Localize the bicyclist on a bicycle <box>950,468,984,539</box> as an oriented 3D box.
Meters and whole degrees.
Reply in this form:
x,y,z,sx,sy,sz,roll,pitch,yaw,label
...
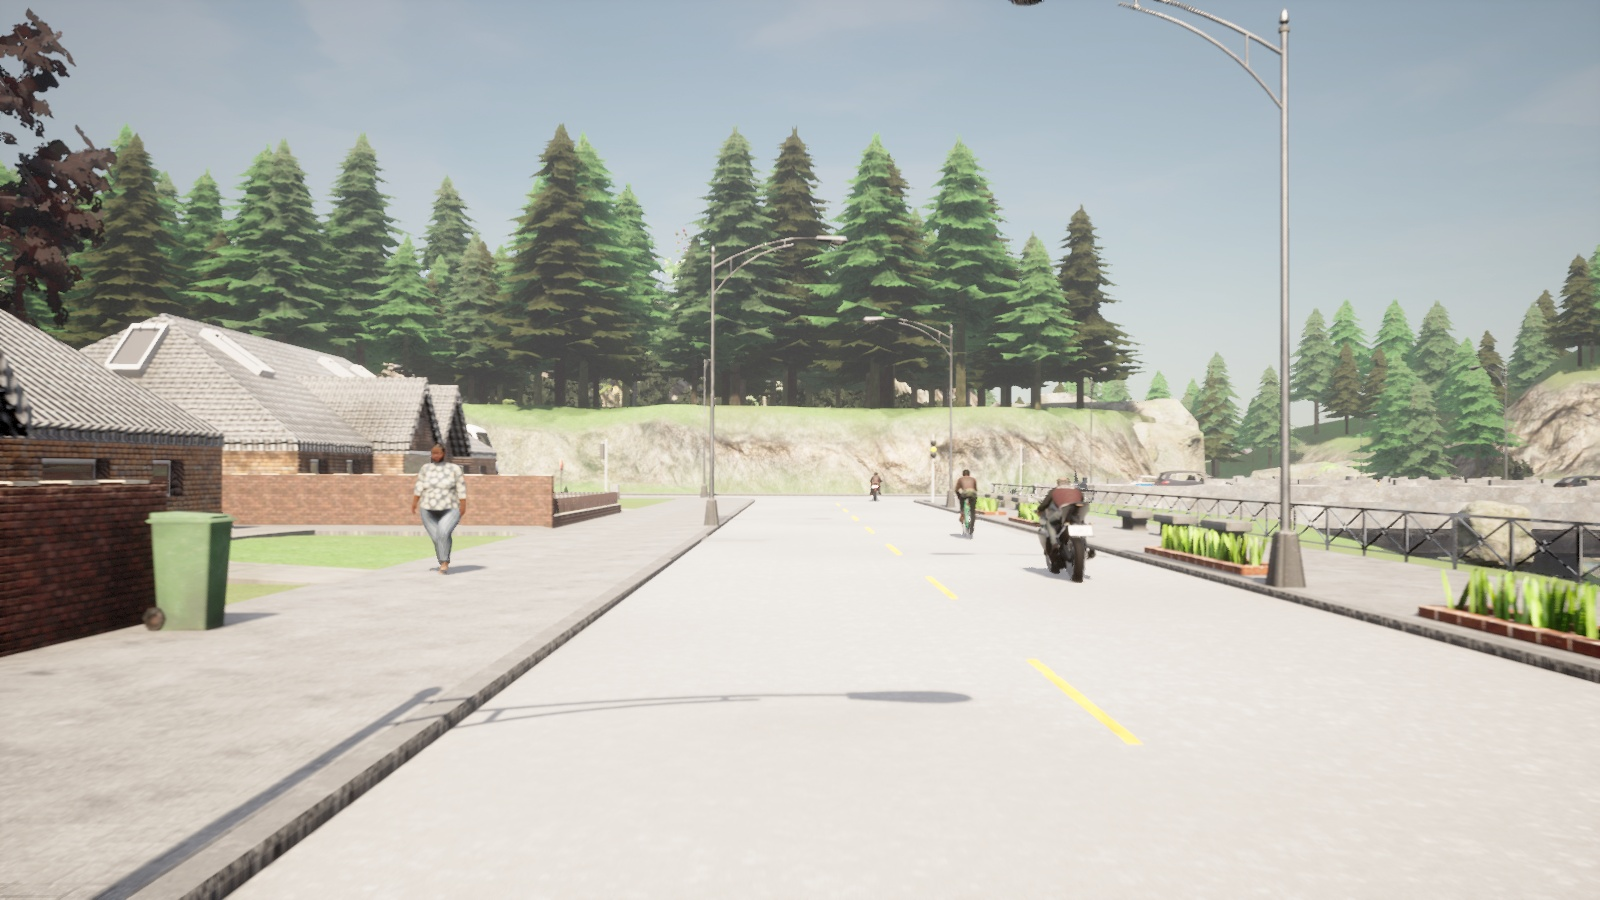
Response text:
x,y,z,sx,sy,sz,roll,pitch,yaw,label
3.930,1.248,29.643,0.582,1.620,1.656,0,-1,0,bicyclist on a bicycle

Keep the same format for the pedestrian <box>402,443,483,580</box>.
x,y,z,sx,sy,sz,roll,pitch,yaw,label
-4.936,0.836,17.399,0.874,1.855,0.900,0,-1,-1,pedestrian

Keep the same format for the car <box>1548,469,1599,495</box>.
x,y,z,sx,sy,sz,roll,pitch,yaw,label
45.928,1.861,72.650,4.193,1.474,1.816,0,-1,0,car

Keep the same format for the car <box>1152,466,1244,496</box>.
x,y,z,sx,sy,sz,roll,pitch,yaw,label
22.982,1.782,72.604,4.611,1.667,2.242,0,-1,0,car

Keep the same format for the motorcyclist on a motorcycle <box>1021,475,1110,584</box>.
x,y,z,sx,sy,sz,roll,pitch,yaw,label
3.956,1.151,18.918,0.866,1.530,2.191,0,-1,0,motorcyclist on a motorcycle

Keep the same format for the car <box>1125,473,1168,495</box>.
x,y,z,sx,sy,sz,roll,pitch,yaw,label
21.095,2.067,76.591,2.207,1.376,1.481,0,-1,0,car

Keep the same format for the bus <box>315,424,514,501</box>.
x,y,z,sx,sy,sz,roll,pitch,yaw,label
-22.104,0.741,72.519,10.273,4.253,3.944,0,-1,0,bus
